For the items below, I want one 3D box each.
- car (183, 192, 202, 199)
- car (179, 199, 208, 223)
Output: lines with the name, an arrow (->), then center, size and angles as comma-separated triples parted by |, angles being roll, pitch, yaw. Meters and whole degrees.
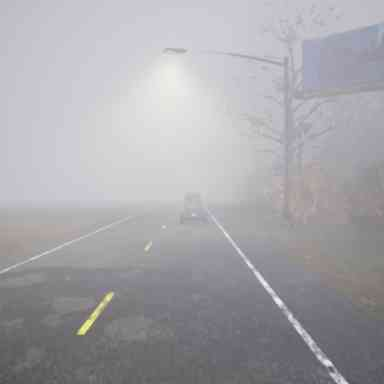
car -> 0.104, 1.038, 41.425 | 2.150, 2.045, 5.566 | 0, 0, 0
car -> 0.103, 1.456, 24.246 | 1.994, 1.385, 4.181 | 0, 0, 0
